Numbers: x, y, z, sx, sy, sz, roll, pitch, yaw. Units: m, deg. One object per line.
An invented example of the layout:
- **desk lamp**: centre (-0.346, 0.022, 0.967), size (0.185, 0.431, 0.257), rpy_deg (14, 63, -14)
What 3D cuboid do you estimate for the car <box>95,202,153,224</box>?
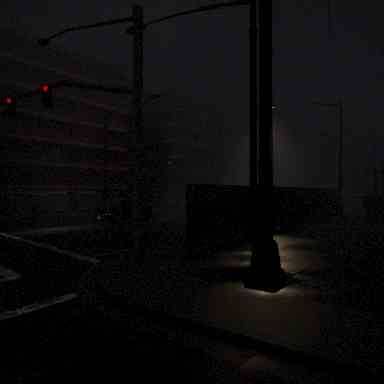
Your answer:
- **car**: centre (-4.973, 1.488, 24.805), size (2.128, 1.511, 4.902), rpy_deg (0, 0, 35)
